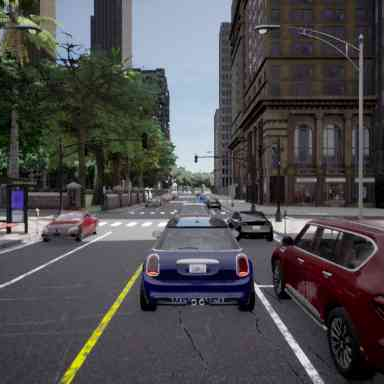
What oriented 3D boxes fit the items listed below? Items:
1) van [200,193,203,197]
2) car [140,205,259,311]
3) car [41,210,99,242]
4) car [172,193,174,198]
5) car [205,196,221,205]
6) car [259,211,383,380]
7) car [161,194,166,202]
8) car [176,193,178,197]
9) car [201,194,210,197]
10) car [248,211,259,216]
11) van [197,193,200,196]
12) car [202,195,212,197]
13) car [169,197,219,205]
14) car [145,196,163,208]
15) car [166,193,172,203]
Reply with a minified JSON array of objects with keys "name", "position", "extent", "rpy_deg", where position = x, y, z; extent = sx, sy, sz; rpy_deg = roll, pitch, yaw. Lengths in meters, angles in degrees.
[{"name":"van","position":[2.728,1.309,58.965],"extent":[1.690,1.788,3.998],"rpy_deg":[0,0,0]},{"name":"car","position":[0.098,1.351,7.915],"extent":[2.097,1.767,4.553],"rpy_deg":[0,0,0]},{"name":"car","position":[-5.775,1.578,16.281],"extent":[1.802,1.307,4.206],"rpy_deg":[0,0,0]},{"name":"car","position":[-5.806,1.264,75.242],"extent":[2.192,1.841,5.009],"rpy_deg":[0,0,0]},{"name":"car","position":[2.737,1.548,42.704],"extent":[1.947,1.339,4.313],"rpy_deg":[0,0,0]},{"name":"car","position":[2.755,1.314,5.417],"extent":[2.192,1.841,5.009],"rpy_deg":[0,0,0]},{"name":"car","position":[-5.795,1.414,53.560],"extent":[1.967,1.590,4.097],"rpy_deg":[0,0,0]},{"name":"car","position":[-5.814,1.239,91.502],"extent":[2.192,1.841,5.009],"rpy_deg":[0,0,0]},{"name":"car","position":[2.731,1.499,53.715],"extent":[1.752,1.417,4.829],"rpy_deg":[0,0,0]},{"name":"car","position":[2.750,1.562,16.267],"extent":[1.947,1.339,4.313],"rpy_deg":[0,0,0]},{"name":"van","position":[2.717,1.282,80.647],"extent":[1.690,1.788,3.998],"rpy_deg":[0,0,0]},{"name":"car","position":[2.734,1.544,48.125],"extent":[1.947,1.339,4.313],"rpy_deg":[0,0,0]},{"name":"car","position":[0.091,1.348,17.449],"extent":[2.097,1.767,4.553],"rpy_deg":[0,0,0]},{"name":"car","position":[-5.791,1.528,48.140],"extent":[2.008,1.369,4.403],"rpy_deg":[0,0,0]},{"name":"car","position":[-5.803,1.396,69.821],"extent":[1.967,1.590,4.097],"rpy_deg":[0,0,0]}]
